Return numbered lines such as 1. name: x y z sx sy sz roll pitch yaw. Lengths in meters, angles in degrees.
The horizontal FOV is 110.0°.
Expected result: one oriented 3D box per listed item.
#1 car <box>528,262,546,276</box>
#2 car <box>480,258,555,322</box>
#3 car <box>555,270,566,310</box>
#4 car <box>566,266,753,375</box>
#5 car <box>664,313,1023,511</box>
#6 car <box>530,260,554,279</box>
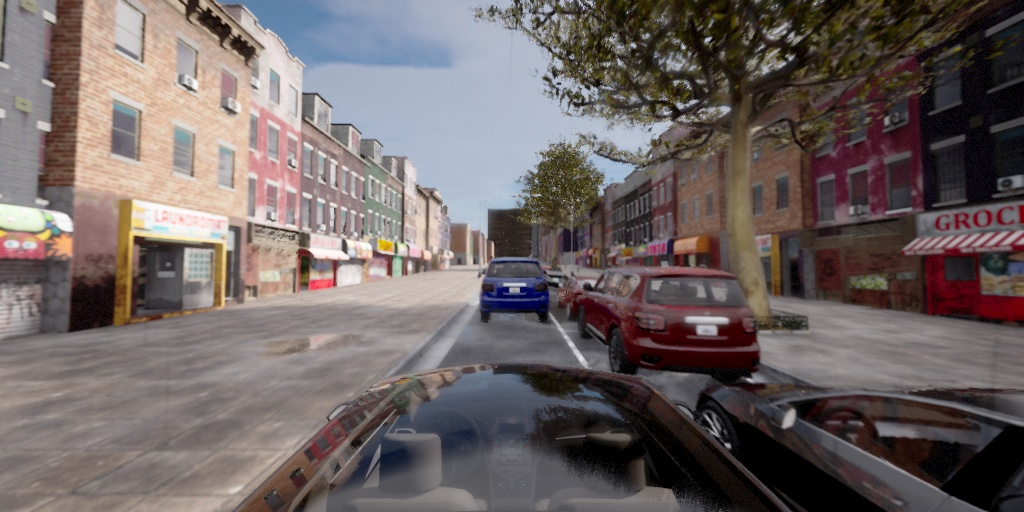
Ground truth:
1. car: 3.052 1.514 44.170 1.882 1.535 5.008 0 0 0
2. car: 0.085 1.076 12.935 2.150 2.045 5.566 0 0 0
3. car: 2.650 1.397 12.844 1.888 1.381 4.507 0 0 0
4. car: 2.644 1.118 7.285 2.192 1.841 5.009 0 0 0
5. car: 2.639 1.316 1.726 1.948 1.339 4.313 0 0 0
6. car: 3.019 1.350 37.137 2.097 1.767 4.553 0 0 0
